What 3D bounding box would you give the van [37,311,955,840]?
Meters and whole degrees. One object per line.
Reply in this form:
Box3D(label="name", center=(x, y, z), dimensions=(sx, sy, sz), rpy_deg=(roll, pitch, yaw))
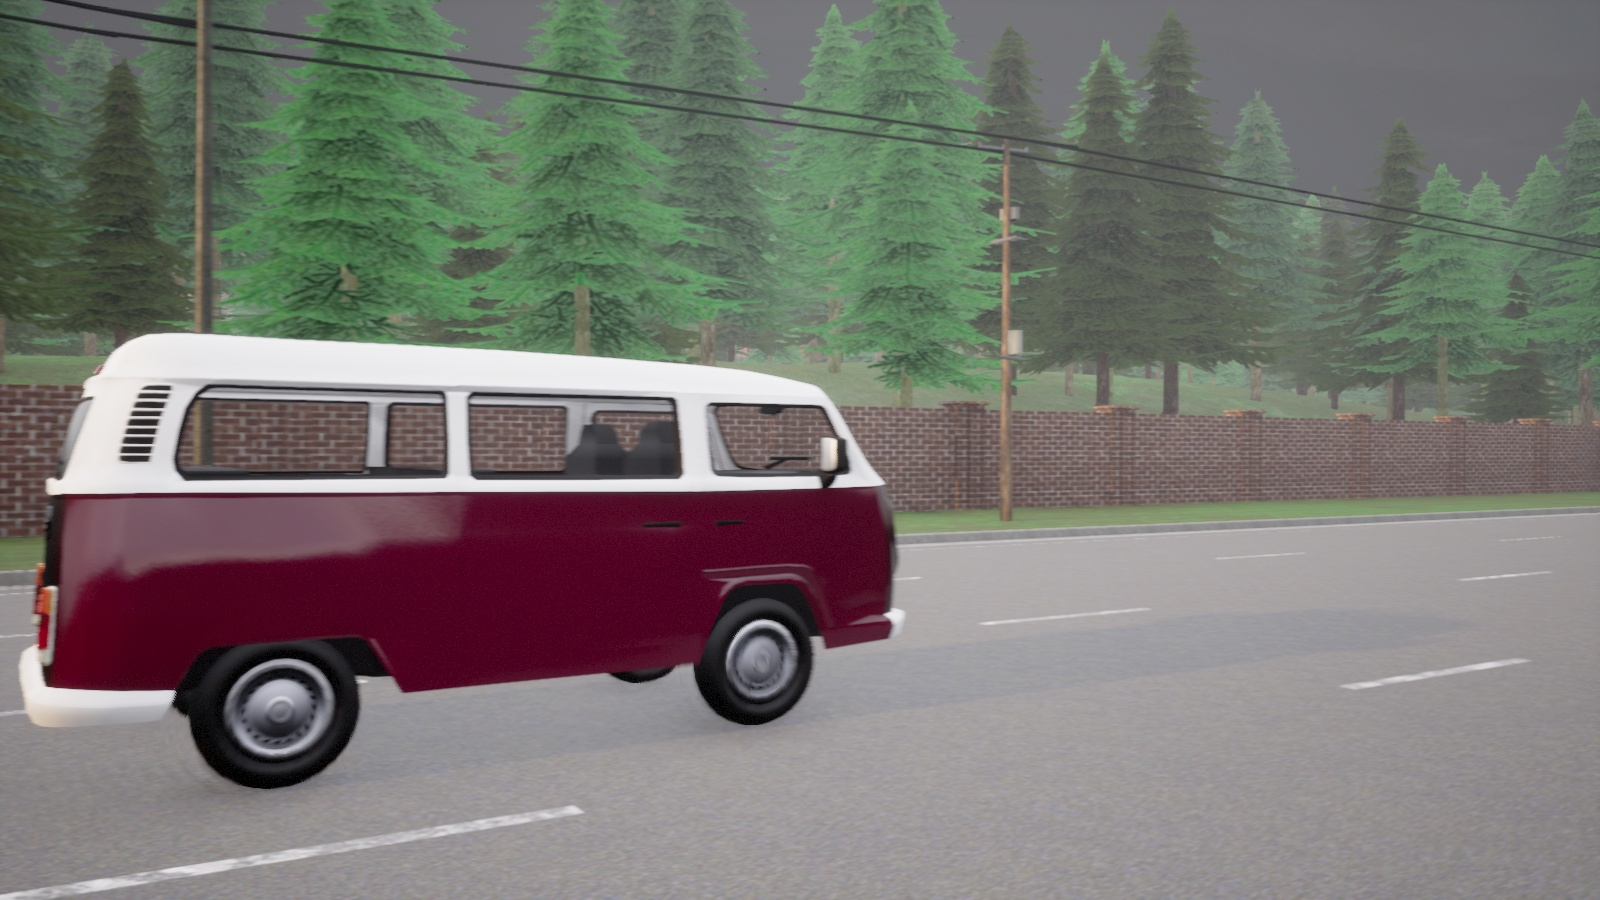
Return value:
Box3D(label="van", center=(-1.559, 0.486, 6.906), dimensions=(4.480, 2.038, 2.069), rpy_deg=(0, 0, -32))
